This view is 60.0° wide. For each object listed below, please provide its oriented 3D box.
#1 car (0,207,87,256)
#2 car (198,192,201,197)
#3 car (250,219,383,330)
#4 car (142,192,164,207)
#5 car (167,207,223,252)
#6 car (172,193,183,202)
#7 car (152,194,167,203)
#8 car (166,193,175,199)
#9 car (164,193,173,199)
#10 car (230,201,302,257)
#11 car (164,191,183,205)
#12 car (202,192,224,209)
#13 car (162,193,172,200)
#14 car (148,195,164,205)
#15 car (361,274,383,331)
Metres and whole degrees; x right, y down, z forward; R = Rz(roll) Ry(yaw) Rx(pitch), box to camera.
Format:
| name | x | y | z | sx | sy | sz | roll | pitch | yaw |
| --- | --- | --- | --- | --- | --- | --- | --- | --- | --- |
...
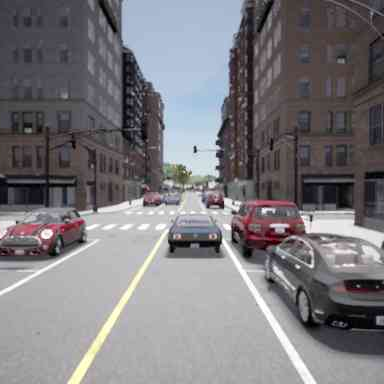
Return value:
| name | x | y | z | sx | sy | sz | roll | pitch | yaw |
| --- | --- | --- | --- | --- | --- | --- | --- | --- | --- |
| car | -5.390 | 1.343 | 12.389 | 1.967 | 1.590 | 4.097 | 0 | 0 | 0 |
| car | 2.678 | 0.879 | 55.957 | 2.192 | 1.841 | 5.009 | 0 | 0 | 0 |
| car | 2.636 | 1.498 | 6.710 | 2.008 | 1.369 | 4.403 | 0 | 0 | 0 |
| car | -5.426 | 0.965 | 44.947 | 2.192 | 1.841 | 5.009 | 0 | 0 | 0 |
| car | 0.078 | 1.497 | 13.342 | 1.895 | 1.301 | 4.718 | 0 | 0 | -1 |
| car | -2.789 | 1.008 | 63.709 | 1.837 | 1.490 | 4.892 | 0 | 0 | 1 |
| car | -5.424 | 1.115 | 55.956 | 2.008 | 1.369 | 4.403 | 0 | 0 | 0 |
| car | -5.417 | 0.900 | 83.473 | 2.008 | 1.369 | 4.403 | 0 | 0 | 0 |
| car | -5.418 | 0.937 | 77.970 | 1.887 | 1.381 | 4.507 | 0 | 0 | 0 |
| car | 2.635 | 1.218 | 12.390 | 2.192 | 1.841 | 5.009 | 0 | 0 | 0 |
| car | -2.837 | 0.977 | 48.219 | 2.097 | 1.767 | 4.553 | 0 | 0 | 0 |
| car | 2.694 | 1.008 | 39.446 | 2.192 | 1.841 | 5.009 | 0 | 0 | 0 |
| car | -5.419 | 0.980 | 72.467 | 1.887 | 1.381 | 4.507 | 0 | 0 | 0 |
| car | -5.425 | 1.173 | 50.452 | 1.947 | 1.339 | 4.313 | 0 | 0 | 0 |
| car | 2.637 | 1.536 | 1.028 | 1.887 | 1.381 | 4.507 | 0 | 0 | 0 |
